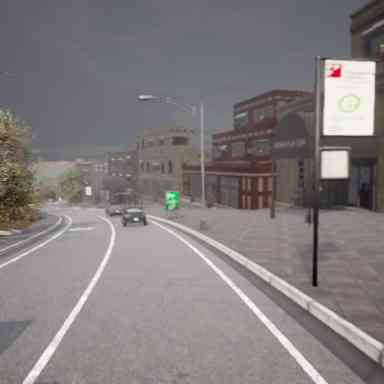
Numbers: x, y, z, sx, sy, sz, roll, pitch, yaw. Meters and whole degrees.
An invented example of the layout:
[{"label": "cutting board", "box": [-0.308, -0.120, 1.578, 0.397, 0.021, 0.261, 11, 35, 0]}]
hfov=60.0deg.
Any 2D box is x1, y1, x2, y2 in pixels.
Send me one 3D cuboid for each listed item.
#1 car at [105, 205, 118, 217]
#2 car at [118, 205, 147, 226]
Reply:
[{"label": "car", "box": [-9.585, 2.297, 41.375, 1.994, 1.385, 4.181, -3, 0, -21]}, {"label": "car", "box": [-4.853, 1.952, 27.412, 1.812, 1.442, 4.674, -2, -1, -15]}]
